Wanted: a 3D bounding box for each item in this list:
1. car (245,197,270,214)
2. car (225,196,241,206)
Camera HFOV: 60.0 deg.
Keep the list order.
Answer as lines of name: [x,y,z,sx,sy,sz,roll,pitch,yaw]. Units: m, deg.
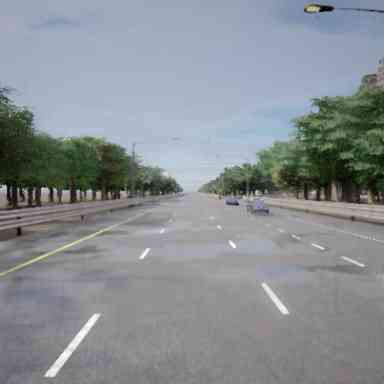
car: [7.032,1.623,36.063,2.033,1.411,5.357,0,0,0]
car: [7.055,1.688,59.457,1.994,1.385,4.181,0,0,0]
